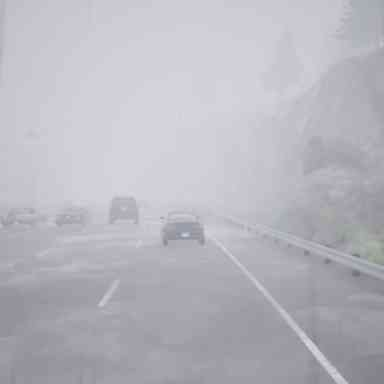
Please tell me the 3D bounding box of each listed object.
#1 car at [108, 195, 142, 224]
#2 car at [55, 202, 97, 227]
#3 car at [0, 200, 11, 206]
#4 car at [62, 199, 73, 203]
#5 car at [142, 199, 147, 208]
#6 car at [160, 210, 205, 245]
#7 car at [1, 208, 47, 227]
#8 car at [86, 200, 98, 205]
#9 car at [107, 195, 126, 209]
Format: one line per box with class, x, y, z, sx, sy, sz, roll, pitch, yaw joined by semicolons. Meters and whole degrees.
car;-5.323;1.364;26.285;2.150;2.045;5.566;0;0;-10
car;-8.558;1.721;24.385;2.033;1.411;5.357;-1;0;-9
car;-35.672;2.159;63.247;1.994;1.385;4.181;-1;0;-26
car;-21.912;1.910;58.542;1.882;1.535;5.008;0;0;-23
car;-8.343;1.731;52.343;1.882;1.535;5.008;0;0;-19
car;-0.530;1.579;15.882;1.812;1.442;4.674;0;0;-6
car;-12.302;1.820;24.777;1.895;1.301;4.718;-1;0;-9
car;-17.593;1.980;57.796;1.895;1.301;4.718;-1;0;-22
car;-12.037;1.521;52.693;2.150;2.045;5.566;0;0;-20
